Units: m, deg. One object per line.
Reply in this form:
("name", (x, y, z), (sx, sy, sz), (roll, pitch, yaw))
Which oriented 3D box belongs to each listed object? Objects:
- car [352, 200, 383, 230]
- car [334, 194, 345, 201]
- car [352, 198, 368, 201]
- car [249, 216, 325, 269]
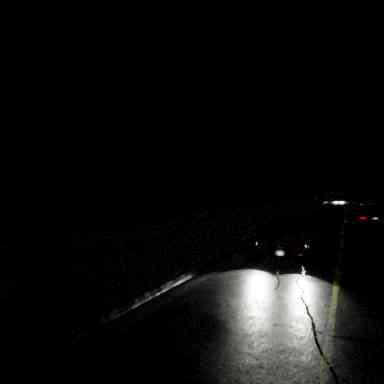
("car", (10.850, 1.448, 19.951), (2.033, 1.411, 5.357), (0, 0, 26))
("car", (30.174, 1.096, 67.984), (2.128, 1.511, 4.902), (0, 0, 25))
("car", (19.916, 1.353, 39.062), (1.994, 1.385, 4.181), (0, 0, 25))
("car", (3.316, 1.527, 11.179), (1.994, 1.385, 4.181), (0, 0, 25))
